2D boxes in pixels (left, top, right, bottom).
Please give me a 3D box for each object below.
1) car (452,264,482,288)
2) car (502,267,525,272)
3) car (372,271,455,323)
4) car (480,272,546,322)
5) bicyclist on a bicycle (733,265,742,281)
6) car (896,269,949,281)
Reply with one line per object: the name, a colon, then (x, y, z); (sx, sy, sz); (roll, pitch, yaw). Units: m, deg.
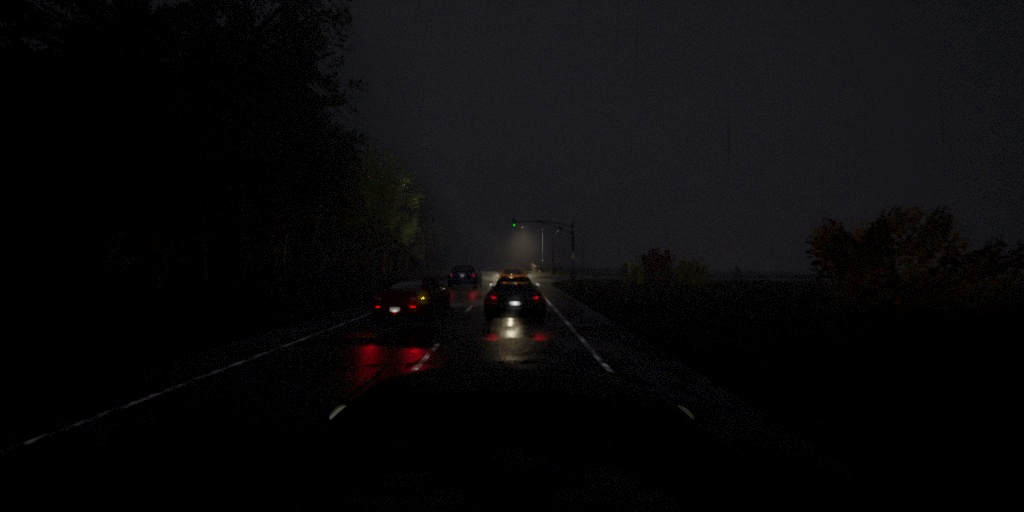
car: (-3.414, 1.408, 26.817); (2.097, 1.767, 4.553); (0, -1, 0)
car: (0.092, 1.495, 23.688); (1.882, 1.535, 5.008); (0, -1, 0)
car: (-3.404, 1.410, 12.708); (1.812, 1.442, 4.674); (0, -1, 0)
car: (0.095, 1.448, 12.897); (1.994, 1.385, 4.181); (0, -1, 0)
bicyclist on a bicycle: (24.280, 1.851, 38.634); (0.582, 1.620, 1.656); (1, -1, 0)
car: (48.657, 2.254, 42.503); (4.902, 1.511, 2.128); (1, -2, 1)
